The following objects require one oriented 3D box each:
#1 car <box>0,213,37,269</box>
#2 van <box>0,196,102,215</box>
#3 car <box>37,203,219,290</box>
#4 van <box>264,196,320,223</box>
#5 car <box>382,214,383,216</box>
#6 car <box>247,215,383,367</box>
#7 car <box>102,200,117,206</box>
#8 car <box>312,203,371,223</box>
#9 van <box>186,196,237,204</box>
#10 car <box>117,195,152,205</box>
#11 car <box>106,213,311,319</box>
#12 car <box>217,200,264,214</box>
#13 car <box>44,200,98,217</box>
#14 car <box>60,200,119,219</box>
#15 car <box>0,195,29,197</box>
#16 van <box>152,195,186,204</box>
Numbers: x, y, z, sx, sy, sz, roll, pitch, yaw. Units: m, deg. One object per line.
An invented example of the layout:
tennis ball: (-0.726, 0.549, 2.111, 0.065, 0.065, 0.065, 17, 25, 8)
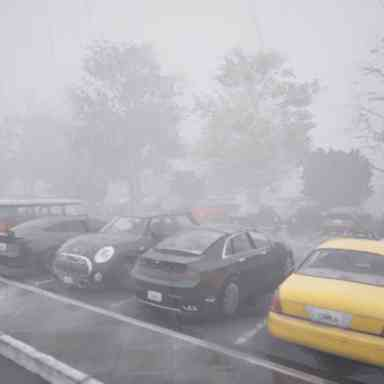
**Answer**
car: (-3.700, 1.519, 10.834, 2.163, 1.488, 4.792, 0, 0, 36)
van: (-5.900, 1.272, 12.531, 1.878, 1.987, 4.442, 0, 0, 36)
car: (-1.451, 1.358, 9.212, 2.185, 1.767, 4.553, 0, 0, 36)
van: (6.189, 1.254, 19.657, 1.878, 1.987, 4.442, 0, 0, 35)
car: (10.640, 1.510, 16.612, 2.163, 1.488, 4.792, 0, 0, 36)
car: (3.137, 1.482, 6.089, 1.946, 1.575, 5.366, 0, 0, 36)
car: (-5.006, 1.268, 27.840, 2.435, 2.045, 5.566, 0, 0, 36)
car: (8.501, 1.507, 18.157, 2.163, 1.488, 4.792, 0, 0, 36)
van: (1.816, 1.268, 23.092, 1.878, 1.987, 4.442, 0, 0, 36)
car: (-2.760, 1.259, 26.218, 2.435, 2.045, 5.566, 0, 0, 36)
car: (0.781, 1.482, 7.554, 2.231, 1.521, 4.892, 0, 0, 36)
car: (3.997, 1.485, 21.380, 2.097, 1.535, 5.008, 0, 0, 36)
car: (-11.826, 1.585, 32.803, 2.002, 1.452, 4.674, 0, 0, 36)
car: (-9.484, 1.536, 31.102, 2.097, 1.535, 5.008, 0, 0, 36)
car: (-20.829, 1.328, 39.265, 2.435, 2.045, 5.566, 0, 0, 36)
van: (-0.567, 1.276, 24.524, 1.878, 1.987, 4.442, 0, 0, 36)
